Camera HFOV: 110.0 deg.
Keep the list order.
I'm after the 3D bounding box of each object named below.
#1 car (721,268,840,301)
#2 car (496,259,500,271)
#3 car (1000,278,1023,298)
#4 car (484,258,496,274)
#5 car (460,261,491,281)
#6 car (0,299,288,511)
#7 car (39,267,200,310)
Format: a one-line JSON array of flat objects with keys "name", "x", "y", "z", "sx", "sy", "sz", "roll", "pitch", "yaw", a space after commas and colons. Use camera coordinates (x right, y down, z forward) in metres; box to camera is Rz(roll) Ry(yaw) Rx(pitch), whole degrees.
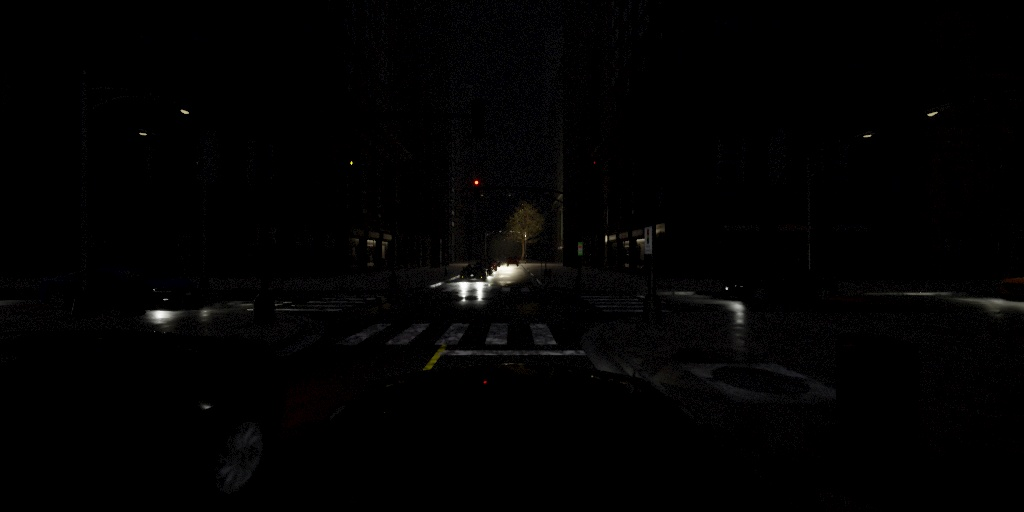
[{"name": "car", "x": 12.594, "y": 1.296, "z": 16.984, "sx": 4.892, "sy": 1.490, "sz": 1.837, "roll": 0, "pitch": 0, "yaw": 0}, {"name": "car", "x": -3.060, "y": 1.116, "z": 48.300, "sx": 2.097, "sy": 1.767, "sz": 4.553, "roll": 0, "pitch": 0, "yaw": 0}, {"name": "car", "x": 26.425, "y": 1.311, "z": 16.964, "sx": 5.008, "sy": 1.535, "sz": 1.882, "roll": 0, "pitch": 0, "yaw": 0}, {"name": "car", "x": -3.077, "y": 1.232, "z": 38.654, "sx": 1.882, "sy": 1.535, "sz": 5.008, "roll": 0, "pitch": 0, "yaw": 0}, {"name": "car", "x": -3.082, "y": 1.314, "z": 29.584, "sx": 1.994, "sy": 1.385, "sz": 4.181, "roll": 0, "pitch": 0, "yaw": 0}, {"name": "car", "x": -3.123, "y": 1.255, "z": 1.550, "sx": 1.837, "sy": 1.490, "sz": 4.892, "roll": 0, "pitch": 0, "yaw": 0}, {"name": "car", "x": -14.903, "y": 1.177, "z": 13.799, "sx": 5.008, "sy": 1.535, "sz": 1.882, "roll": 0, "pitch": 0, "yaw": 2}]
